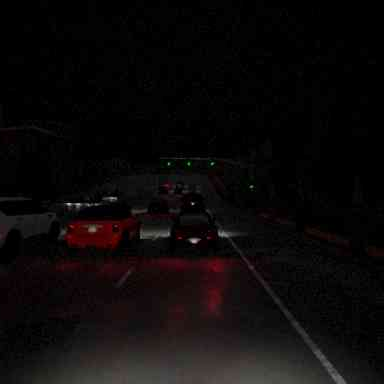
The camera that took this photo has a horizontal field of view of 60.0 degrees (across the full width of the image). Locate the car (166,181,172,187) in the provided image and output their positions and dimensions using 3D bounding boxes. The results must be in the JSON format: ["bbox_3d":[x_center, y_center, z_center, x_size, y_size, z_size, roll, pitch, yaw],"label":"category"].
[{"bbox_3d":[-6.864,-1.902,91.632,2.150,2.045,5.566,0,7,0],"label":"car"}]

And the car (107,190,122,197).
[{"bbox_3d":[-17.446,0.309,76.785,2.033,1.411,5.357,0,5,0],"label":"car"}]

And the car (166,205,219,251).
[{"bbox_3d":[0.082,1.489,13.768,1.812,1.442,4.674,0,0,0],"label":"car"}]

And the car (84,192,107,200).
[{"bbox_3d":[-17.531,1.274,60.453,1.837,1.490,4.892,0,2,0],"label":"car"}]

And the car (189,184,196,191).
[{"bbox_3d":[0.081,-0.283,81.585,1.882,1.535,5.008,0,7,0],"label":"car"}]

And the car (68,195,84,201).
[{"bbox_3d":[-21.023,1.282,60.892,1.812,1.442,4.674,0,2,0],"label":"car"}]

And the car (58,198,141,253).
[{"bbox_3d":[-3.420,1.316,13.592,2.097,1.767,4.553,0,0,0],"label":"car"}]

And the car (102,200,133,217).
[{"bbox_3d":[-6.911,1.518,31.364,1.895,1.301,4.718,0,0,0],"label":"car"}]

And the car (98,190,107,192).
[{"bbox_3d":[-20.944,0.285,77.041,2.033,1.411,5.357,0,5,0],"label":"car"}]

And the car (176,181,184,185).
[{"bbox_3d":[-3.364,-1.902,91.613,2.150,2.045,5.566,0,7,0],"label":"car"}]

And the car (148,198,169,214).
[{"bbox_3d":[-3.408,1.387,34.507,1.882,1.535,5.008,0,0,0],"label":"car"}]

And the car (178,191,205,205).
[{"bbox_3d":[0.091,1.138,31.931,2.150,2.045,5.566,0,0,0],"label":"car"}]

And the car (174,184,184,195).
[{"bbox_3d":[-3.419,-0.283,81.605,1.882,1.535,5.008,0,7,0],"label":"car"}]

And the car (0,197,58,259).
[{"bbox_3d":[-6.937,1.187,12.512,2.150,2.045,5.566,0,0,0],"label":"car"}]

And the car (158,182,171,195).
[{"bbox_3d":[-6.921,-0.494,81.209,2.150,2.045,5.566,0,7,0],"label":"car"}]
